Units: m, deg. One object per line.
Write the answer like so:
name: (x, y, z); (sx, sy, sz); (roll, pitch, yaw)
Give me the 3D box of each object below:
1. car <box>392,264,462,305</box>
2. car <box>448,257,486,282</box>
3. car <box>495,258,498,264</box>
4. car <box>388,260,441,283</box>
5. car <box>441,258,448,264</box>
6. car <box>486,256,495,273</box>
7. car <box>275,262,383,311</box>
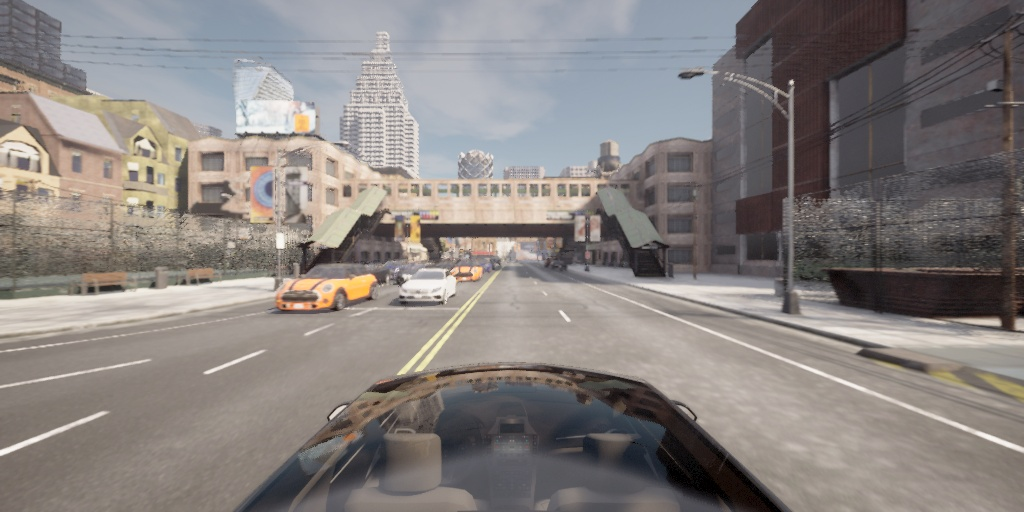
car: (-3.591, 1.275, 16.079); (1.812, 1.442, 4.674); (0, 0, 0)
car: (-3.496, 1.100, 28.578); (2.097, 1.767, 4.553); (0, 0, 0)
car: (-3.439, 1.349, 51.451); (1.895, 1.301, 4.718); (0, 0, 1)
car: (-6.985, 1.241, 26.339); (2.128, 1.511, 4.902); (0, 0, 0)
car: (-7.070, 1.255, 39.131); (1.837, 1.490, 4.892); (0, 0, 0)
car: (-3.548, 1.099, 42.577); (2.097, 1.767, 4.553); (0, 0, 1)
car: (-7.133, 1.102, 14.288); (2.097, 1.767, 4.553); (0, 0, 1)
